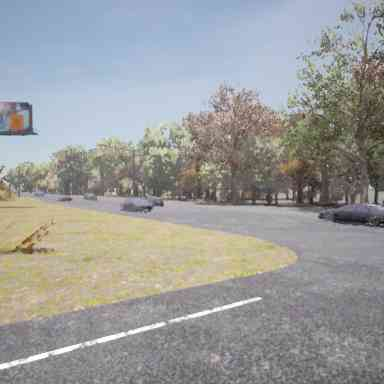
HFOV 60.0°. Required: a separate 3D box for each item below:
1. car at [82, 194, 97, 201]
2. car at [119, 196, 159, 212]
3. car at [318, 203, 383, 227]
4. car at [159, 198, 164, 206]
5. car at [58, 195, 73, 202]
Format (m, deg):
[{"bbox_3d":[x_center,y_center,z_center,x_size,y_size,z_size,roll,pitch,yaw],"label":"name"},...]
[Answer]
[{"bbox_3d":[-21.930,1.086,71.371,2.033,1.411,5.357,0,0,-34],"label":"car"},{"bbox_3d":[-5.970,1.343,35.321,2.033,1.411,5.357,0,0,-34],"label":"car"},{"bbox_3d":[11.225,1.470,22.201,2.033,1.411,5.357,0,0,-35],"label":"car"},{"bbox_3d":[-5.753,1.296,47.384,1.994,1.385,4.181,0,0,-34],"label":"car"},{"bbox_3d":[-23.408,1.194,61.500,1.895,1.301,4.718,0,0,-31],"label":"car"}]
